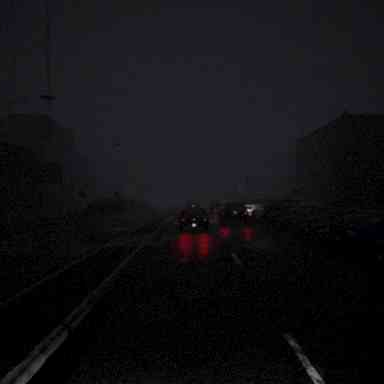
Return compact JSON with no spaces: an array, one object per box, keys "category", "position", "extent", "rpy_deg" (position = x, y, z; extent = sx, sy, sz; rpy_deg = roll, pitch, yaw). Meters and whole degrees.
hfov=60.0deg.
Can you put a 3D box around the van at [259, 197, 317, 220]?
[{"category":"van","position":[7.794,1.448,25.552],"extent":[4.442,1.987,1.878],"rpy_deg":[0,-1,0]}]

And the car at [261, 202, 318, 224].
[{"category":"car","position":[7.680,1.640,22.915],"extent":[5.008,1.535,2.097],"rpy_deg":[0,-1,0]}]

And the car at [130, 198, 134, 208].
[{"category":"car","position":[-12.801,2.221,56.078],"extent":[4.792,1.488,2.163],"rpy_deg":[0,-1,0]}]

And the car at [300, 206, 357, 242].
[{"category":"car","position":[7.668,1.555,14.647],"extent":[4.892,1.521,2.231],"rpy_deg":[0,0,0]}]

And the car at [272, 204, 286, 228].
[{"category":"car","position":[7.641,1.637,20.159],"extent":[4.792,1.488,2.163],"rpy_deg":[0,-1,0]}]

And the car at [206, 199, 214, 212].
[{"category":"car","position":[3.159,1.991,42.728],"extent":[1.837,1.490,4.892],"rpy_deg":[0,-1,0]}]

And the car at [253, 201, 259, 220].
[{"category":"car","position":[7.686,1.756,28.425],"extent":[4.674,1.452,2.002],"rpy_deg":[0,-1,0]}]

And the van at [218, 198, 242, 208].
[{"category":"van","position":[7.624,2.124,67.033],"extent":[4.442,1.987,1.878],"rpy_deg":[0,-1,0]}]

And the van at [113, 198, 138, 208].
[{"category":"van","position":[-12.902,2.086,64.418],"extent":[4.442,1.987,1.878],"rpy_deg":[0,-1,0]}]

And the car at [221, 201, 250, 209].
[{"category":"car","position":[7.699,2.264,58.756],"extent":[4.792,1.488,2.163],"rpy_deg":[0,-1,0]}]

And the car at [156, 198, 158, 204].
[{"category":"car","position":[-12.869,2.620,92.205],"extent":[5.366,1.575,1.946],"rpy_deg":[0,-1,0]}]

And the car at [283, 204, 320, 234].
[{"category":"car","position":[7.673,1.580,17.403],"extent":[4.892,1.521,2.231],"rpy_deg":[0,-1,0]}]

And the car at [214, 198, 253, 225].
[{"category":"car","position":[3.134,1.556,26.169],"extent":[2.097,1.767,4.553],"rpy_deg":[0,-1,0]}]

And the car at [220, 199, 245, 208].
[{"category":"car","position":[7.768,2.187,64.274],"extent":[4.553,1.767,2.185],"rpy_deg":[0,-1,0]}]

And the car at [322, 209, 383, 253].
[{"category":"car","position":[7.653,1.532,11.891],"extent":[5.008,1.535,2.097],"rpy_deg":[0,0,0]}]

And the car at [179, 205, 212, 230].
[{"category":"car","position":[0.135,1.755,22.512],"extent":[1.895,1.301,4.718],"rpy_deg":[0,-1,0]}]

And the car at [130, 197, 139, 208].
[{"category":"car","position":[-12.842,1.980,58.736],"extent":[5.566,2.045,2.435],"rpy_deg":[0,-1,0]}]

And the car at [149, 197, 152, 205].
[{"category":"car","position":[-12.726,2.474,78.185],"extent":[5.008,1.535,2.097],"rpy_deg":[0,-1,0]}]

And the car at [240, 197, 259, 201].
[{"category":"car","position":[7.658,1.507,31.189],"extent":[5.566,2.045,2.435],"rpy_deg":[0,-1,0]}]

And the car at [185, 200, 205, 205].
[{"category":"car","position":[0.162,1.823,41.814],"extent":[2.097,1.767,4.553],"rpy_deg":[0,-1,0]}]

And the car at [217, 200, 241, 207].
[{"category":"car","position":[7.742,2.425,69.788],"extent":[4.674,1.452,2.002],"rpy_deg":[0,-1,0]}]

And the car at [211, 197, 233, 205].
[{"category":"car","position":[7.798,2.316,86.337],"extent":[5.566,2.045,2.435],"rpy_deg":[0,-1,0]}]

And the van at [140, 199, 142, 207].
[{"category":"van","position":[-12.888,2.120,67.071],"extent":[4.442,1.987,1.878],"rpy_deg":[0,-1,0]}]

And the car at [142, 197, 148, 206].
[{"category":"car","position":[-12.730,2.131,69.970],"extent":[5.566,2.045,2.435],"rpy_deg":[0,-1,0]}]

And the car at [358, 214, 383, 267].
[{"category":"car","position":[7.659,1.514,9.135],"extent":[5.008,1.535,2.097],"rpy_deg":[0,0,0]}]

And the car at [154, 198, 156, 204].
[{"category":"car","position":[-12.708,2.560,86.648],"extent":[5.008,1.535,2.097],"rpy_deg":[0,-1,0]}]

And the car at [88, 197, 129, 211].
[{"category":"car","position":[-12.893,1.849,50.401],"extent":[5.566,2.045,2.435],"rpy_deg":[0,-1,0]}]
